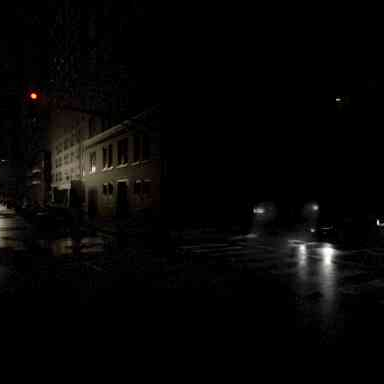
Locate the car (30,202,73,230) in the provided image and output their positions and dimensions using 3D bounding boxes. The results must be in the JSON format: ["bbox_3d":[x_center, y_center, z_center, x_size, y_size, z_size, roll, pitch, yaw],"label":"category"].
[{"bbox_3d":[-8.762,1.567,21.032,1.947,1.339,4.313,1,0,-32],"label":"car"}]

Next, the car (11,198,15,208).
[{"bbox_3d":[-17.617,1.546,35.064,1.887,1.381,4.507,1,0,-32],"label":"car"}]

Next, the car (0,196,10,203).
[{"bbox_3d":[-38.277,1.574,67.806,1.802,1.307,4.206,1,0,-32],"label":"car"}]

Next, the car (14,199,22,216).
[{"bbox_3d":[-14.665,1.552,30.387,2.008,1.369,4.403,1,0,-32],"label":"car"}]

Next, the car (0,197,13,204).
[{"bbox_3d":[-35.326,1.560,63.128,1.947,1.339,4.313,1,0,-32],"label":"car"}]

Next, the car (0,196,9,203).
[{"bbox_3d":[-41.229,1.557,72.483,1.947,1.339,4.313,1,0,-32],"label":"car"}]

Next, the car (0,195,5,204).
[{"bbox_3d":[-29.423,1.548,53.774,2.008,1.369,4.403,1,0,-32],"label":"car"}]

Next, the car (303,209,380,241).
[{"bbox_3d":[7.961,1.668,17.610,4.892,1.490,1.837,0,-1,-33],"label":"car"}]

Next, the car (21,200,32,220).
[{"bbox_3d":[-11.714,1.546,25.710,1.887,1.381,4.507,1,0,-32],"label":"car"}]

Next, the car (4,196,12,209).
[{"bbox_3d":[-23.520,1.565,44.419,1.947,1.339,4.313,1,0,-32],"label":"car"}]
